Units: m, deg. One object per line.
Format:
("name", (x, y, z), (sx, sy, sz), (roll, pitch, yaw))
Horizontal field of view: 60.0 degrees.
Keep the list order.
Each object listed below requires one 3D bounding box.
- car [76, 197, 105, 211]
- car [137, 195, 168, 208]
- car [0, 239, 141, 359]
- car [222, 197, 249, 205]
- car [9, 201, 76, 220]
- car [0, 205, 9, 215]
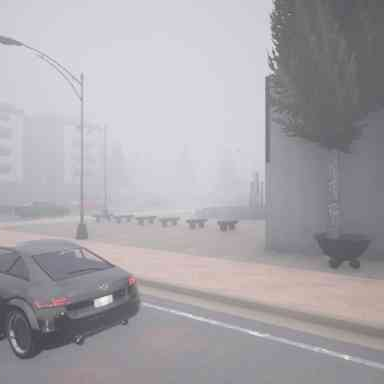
("car", (-13.088, 1.368, 40.847), (2.097, 1.767, 4.553), (0, 0, 38))
("car", (-5.796, 1.368, 48.671), (4.553, 1.767, 2.097), (0, 0, -39))
("car", (-2.922, 1.567, 6.040), (4.181, 1.385, 1.994), (0, 0, 36))
("car", (7.458, 1.526, 56.739), (4.718, 1.301, 1.895), (0, 0, -21))
("car", (-12.772, 1.538, 28.737), (1.812, 1.442, 4.674), (0, 0, 32))
("car", (-17.648, 1.617, 34.344), (1.895, 1.301, 4.718), (0, 0, 33))
